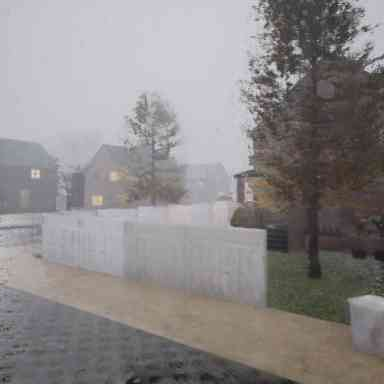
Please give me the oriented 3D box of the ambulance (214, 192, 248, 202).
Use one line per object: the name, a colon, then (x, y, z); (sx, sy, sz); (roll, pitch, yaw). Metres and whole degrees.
ambulance: (4.828, 1.215, 41.645); (2.351, 2.431, 6.366); (-1, -1, 34)
